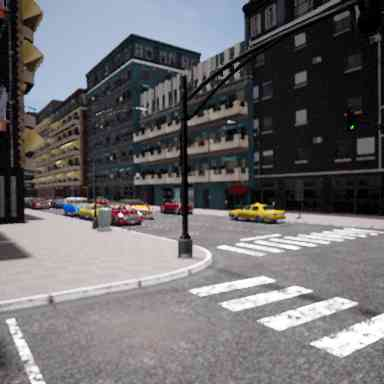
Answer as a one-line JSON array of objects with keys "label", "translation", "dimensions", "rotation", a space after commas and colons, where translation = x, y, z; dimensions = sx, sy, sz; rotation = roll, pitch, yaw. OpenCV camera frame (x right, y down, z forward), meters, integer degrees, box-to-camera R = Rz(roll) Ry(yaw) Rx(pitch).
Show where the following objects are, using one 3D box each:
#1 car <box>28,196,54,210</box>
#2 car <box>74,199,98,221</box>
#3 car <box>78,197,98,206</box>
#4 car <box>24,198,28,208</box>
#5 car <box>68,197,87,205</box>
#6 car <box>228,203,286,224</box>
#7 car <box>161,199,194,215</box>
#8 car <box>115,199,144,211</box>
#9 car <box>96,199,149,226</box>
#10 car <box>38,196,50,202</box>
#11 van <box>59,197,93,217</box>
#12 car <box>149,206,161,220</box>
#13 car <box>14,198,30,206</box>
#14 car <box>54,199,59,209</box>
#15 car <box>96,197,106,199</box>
[{"label": "car", "translation": [-21.301, 1.625, 46.892], "dimensions": [1.967, 1.590, 4.097], "rotation": [-1, 1, -36]}, {"label": "car", "translation": [-8.338, 1.650, 28.738], "dimensions": [1.752, 1.417, 4.829], "rotation": [-1, 1, -36]}, {"label": "car", "translation": [-17.696, 1.640, 56.266], "dimensions": [1.947, 1.339, 4.313], "rotation": [-1, 1, -36]}, {"label": "car", "translation": [-24.515, 1.767, 51.397], "dimensions": [1.947, 1.339, 4.313], "rotation": [-1, 1, -36]}, {"label": "car", "translation": [-20.911, 1.642, 60.770], "dimensions": [2.008, 1.369, 4.403], "rotation": [-1, 1, -36]}, {"label": "car", "translation": [4.716, 1.496, 24.876], "dimensions": [1.752, 1.417, 4.829], "rotation": [-1, 1, -36]}, {"label": "car", "translation": [-1.618, 1.438, 33.744], "dimensions": [1.967, 1.590, 4.097], "rotation": [-1, 1, -36]}, {"label": "car", "translation": [-8.048, 1.578, 42.754], "dimensions": [2.008, 1.369, 4.403], "rotation": [-1, 1, -36]}, {"label": "car", "translation": [-5.223, 1.551, 24.373], "dimensions": [1.967, 1.590, 4.097], "rotation": [-1, 1, -36]}, {"label": "car", "translation": [-36.990, 1.724, 83.291], "dimensions": [1.887, 1.381, 4.507], "rotation": [-1, 1, -36]}, {"label": "van", "translation": [-11.655, 1.481, 33.379], "dimensions": [1.690, 1.788, 3.998], "rotation": [-1, 1, -36]}, {"label": "car", "translation": [-4.970, 1.433, 28.477], "dimensions": [2.097, 1.767, 4.553], "rotation": [-1, 0, -36]}, {"label": "car", "translation": [-30.947, 1.779, 60.406], "dimensions": [1.887, 1.381, 4.507], "rotation": [-1, 1, -36]}, {"label": "car", "translation": [-19.161, 1.693, 48.506], "dimensions": [2.033, 1.411, 5.357], "rotation": [-1, 0, -35]}, {"label": "car", "translation": [-14.482, 1.498, 51.761], "dimensions": [1.967, 1.590, 4.097], "rotation": [-1, 1, -36]}]
